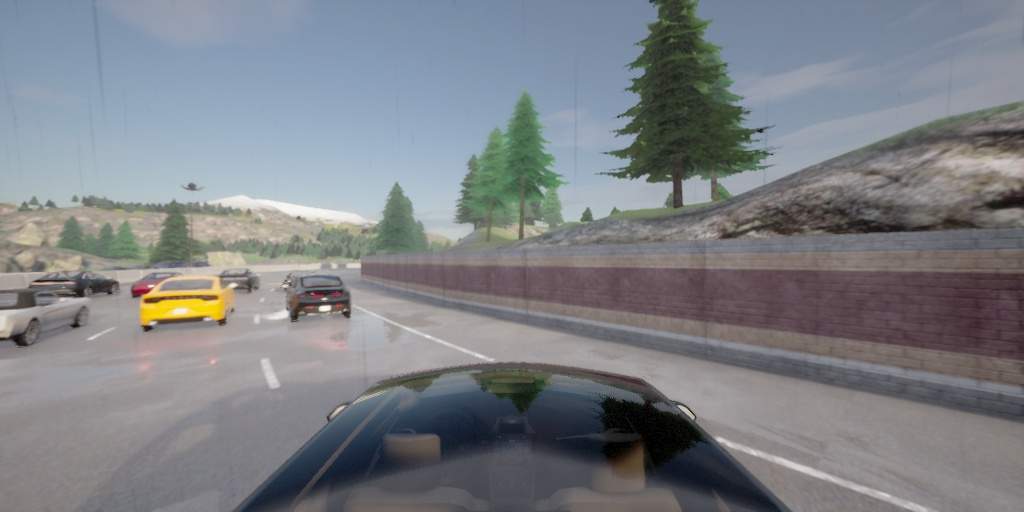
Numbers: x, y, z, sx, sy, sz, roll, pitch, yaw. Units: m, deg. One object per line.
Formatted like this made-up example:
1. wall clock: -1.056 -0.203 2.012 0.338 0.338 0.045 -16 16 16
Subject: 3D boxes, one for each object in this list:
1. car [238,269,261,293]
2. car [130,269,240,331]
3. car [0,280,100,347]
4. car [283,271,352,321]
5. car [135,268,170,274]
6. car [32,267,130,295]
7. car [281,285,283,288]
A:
1. car: -17.462 1.564 22.980 2.128 1.511 4.902 0 -1 -28
2. car: -10.540 1.391 11.961 1.882 1.535 5.008 0 -1 -34
3. car: -12.825 1.491 9.078 1.895 1.301 4.718 0 -1 -34
4. car: -7.297 1.424 13.402 1.837 1.490 4.892 0 0 -34
5. car: -20.526 1.629 21.295 1.994 1.385 4.181 0 -1 -28
6. car: -23.512 1.549 19.459 2.128 1.511 4.902 0 -1 -28
7. car: -14.313 1.677 24.501 1.895 1.301 4.718 0 -1 -29
